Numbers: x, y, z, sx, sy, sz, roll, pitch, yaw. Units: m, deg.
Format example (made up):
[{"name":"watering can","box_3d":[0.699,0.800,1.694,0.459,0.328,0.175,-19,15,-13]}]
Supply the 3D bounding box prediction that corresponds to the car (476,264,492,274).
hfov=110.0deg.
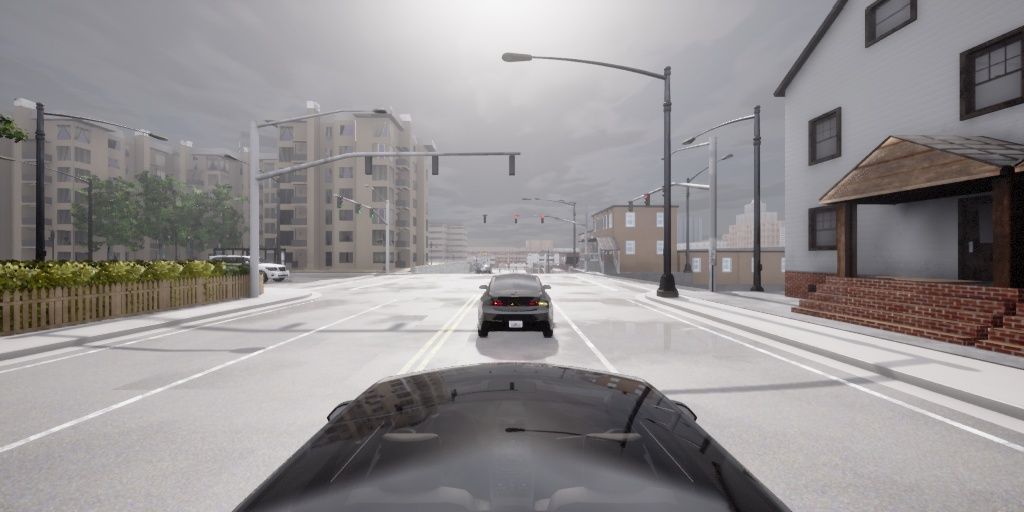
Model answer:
[{"name":"car","box_3d":[-3.600,1.755,47.134,2.128,1.511,4.902,0,-5,0]}]

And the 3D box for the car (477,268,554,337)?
[{"name":"car","box_3d":[0.095,1.255,10.319,1.837,1.490,4.892,0,0,0]}]

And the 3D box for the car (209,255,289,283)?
[{"name":"car","box_3d":[-19.946,0.971,27.017,5.566,2.045,2.150,0,0,1]}]
